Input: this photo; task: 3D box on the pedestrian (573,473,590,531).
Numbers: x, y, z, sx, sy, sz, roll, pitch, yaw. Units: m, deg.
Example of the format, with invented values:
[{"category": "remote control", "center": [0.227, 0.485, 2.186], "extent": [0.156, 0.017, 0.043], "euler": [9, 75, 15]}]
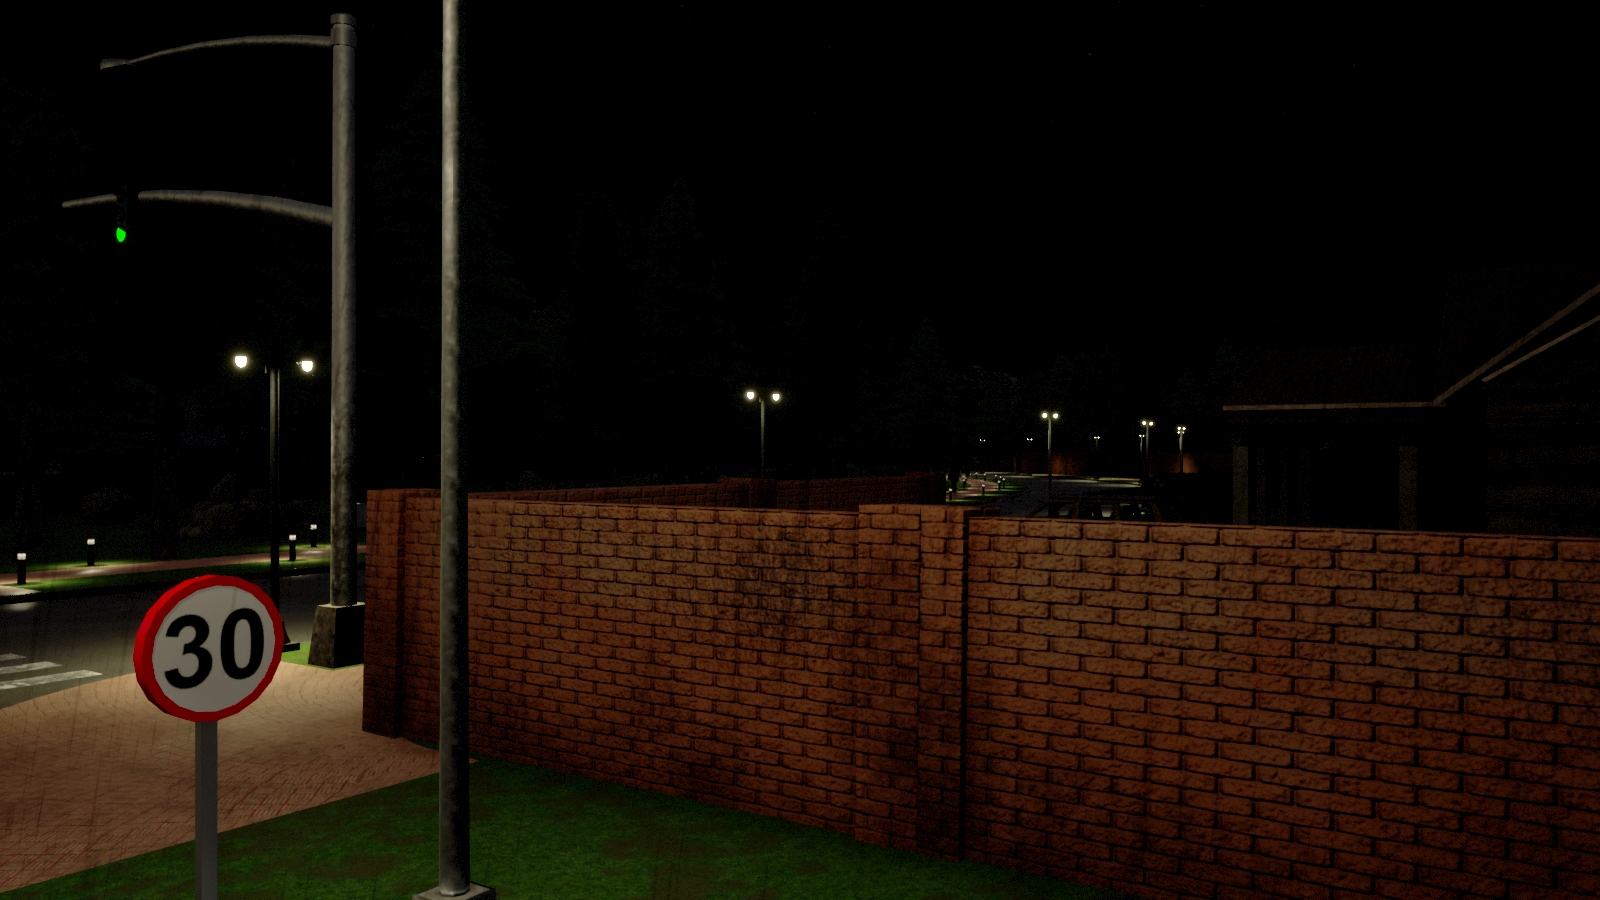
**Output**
[{"category": "pedestrian", "center": [-7.061, 1.665, 36.947], "extent": [0.375, 1.860, 0.375], "euler": [0, 0, 31]}]

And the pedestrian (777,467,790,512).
[{"category": "pedestrian", "center": [-0.682, 1.662, 47.840], "extent": [0.375, 1.860, 0.375], "euler": [0, 0, 32]}]
